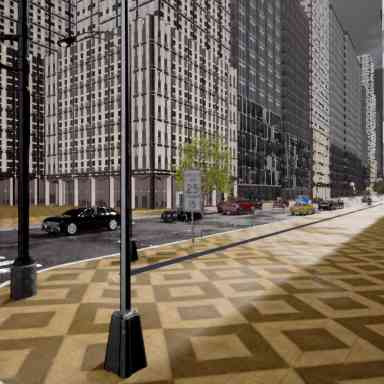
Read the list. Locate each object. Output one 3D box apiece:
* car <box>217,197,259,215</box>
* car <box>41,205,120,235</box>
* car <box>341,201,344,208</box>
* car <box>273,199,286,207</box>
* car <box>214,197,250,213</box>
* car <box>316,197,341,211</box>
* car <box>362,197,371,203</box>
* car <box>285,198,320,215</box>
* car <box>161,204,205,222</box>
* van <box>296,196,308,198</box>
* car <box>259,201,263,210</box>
[{"bbox_3d":[4.985,1.507,35.727,2.097,1.767,4.553,0,0,34],"label":"car"},{"bbox_3d":[-6.273,1.577,19.387,1.837,1.490,4.892,0,0,35],"label":"car"},{"bbox_3d":[21.509,1.753,49.564,2.008,1.369,4.403,0,0,35],"label":"car"},{"bbox_3d":[14.604,1.816,54.312,1.802,1.307,4.206,0,0,35],"label":"car"},{"bbox_3d":[4.918,1.494,40.233,2.192,1.841,5.009,-1,-1,35],"label":"car"},{"bbox_3d":[18.281,1.751,44.870,1.947,1.339,4.313,0,0,35],"label":"car"},{"bbox_3d":[40.880,1.850,77.730,1.947,1.339,4.313,0,0,35],"label":"car"},{"bbox_3d":[11.920,1.673,35.622,1.752,1.417,4.829,0,0,35],"label":"car"},{"bbox_3d":[-0.674,1.679,27.512,1.994,1.385,4.181,0,0,35],"label":"car"},{"bbox_3d":[21.061,1.606,63.705,1.690,1.788,3.998,0,0,35],"label":"van"},{"bbox_3d":[8.147,1.764,44.924,1.947,1.339,4.313,0,0,35],"label":"car"}]
